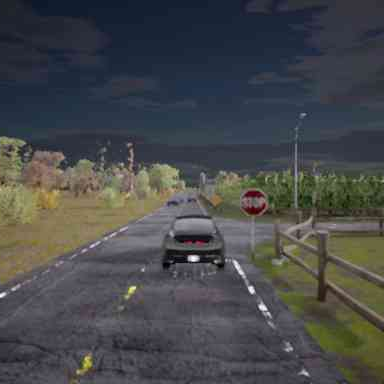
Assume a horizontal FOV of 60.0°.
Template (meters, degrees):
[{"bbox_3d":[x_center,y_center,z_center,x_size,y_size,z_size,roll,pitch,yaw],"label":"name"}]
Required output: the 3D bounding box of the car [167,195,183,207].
[{"bbox_3d":[-2.834,1.561,50.816,1.895,1.301,4.718,0,0,0],"label":"car"}]

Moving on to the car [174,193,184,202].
[{"bbox_3d":[-2.759,1.155,67.362,2.150,2.045,5.566,0,1,0],"label":"car"}]

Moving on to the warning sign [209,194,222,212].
[{"bbox_3d":[2.445,1.096,35.037,1.300,1.860,1.060,0,0,0],"label":"warning sign"}]

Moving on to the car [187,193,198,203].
[{"bbox_3d":[-0.004,1.429,67.070,1.837,1.490,4.892,0,0,0],"label":"car"}]

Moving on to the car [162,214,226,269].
[{"bbox_3d":[0.059,1.502,11.181,1.837,1.490,4.892,0,0,0],"label":"car"}]
